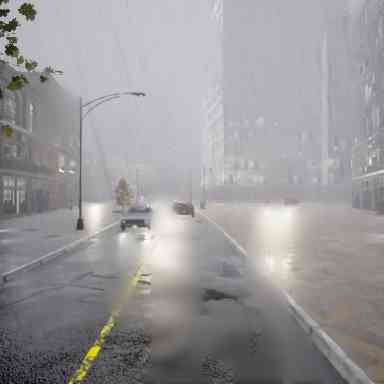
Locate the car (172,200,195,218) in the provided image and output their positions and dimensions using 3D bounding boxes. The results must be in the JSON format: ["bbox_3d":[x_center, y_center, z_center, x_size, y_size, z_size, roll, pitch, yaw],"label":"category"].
[{"bbox_3d":[-0.821,1.483,30.786,1.882,1.535,5.008,0,0,-3],"label":"car"}]

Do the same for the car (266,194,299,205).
[{"bbox_3d":[13.939,1.201,51.523,5.009,1.841,2.192,0,-1,15],"label":"car"}]

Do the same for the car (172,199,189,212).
[{"bbox_3d":[-1.504,1.607,40.661,1.895,1.301,4.718,0,0,-4],"label":"car"}]

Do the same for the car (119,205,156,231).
[{"bbox_3d":[-3.271,1.549,21.134,2.033,1.411,5.357,0,0,-2],"label":"car"}]
